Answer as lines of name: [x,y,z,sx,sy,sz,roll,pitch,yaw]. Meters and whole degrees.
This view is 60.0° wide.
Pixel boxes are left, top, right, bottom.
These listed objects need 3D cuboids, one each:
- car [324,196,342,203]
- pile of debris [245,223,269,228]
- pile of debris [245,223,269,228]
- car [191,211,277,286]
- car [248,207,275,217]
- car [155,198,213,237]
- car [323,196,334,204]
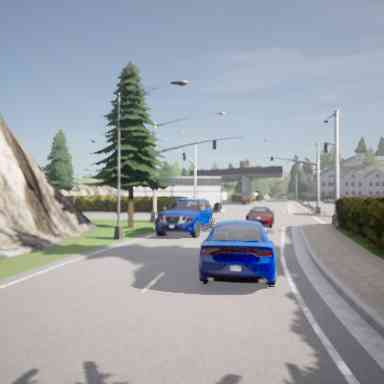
car: [35.003,1.852,82.605,3.866,1.878,1.905,0,-1,15]
pile of debris: [4.639,2.389,23.534,1.500,0.140,1.860,0,-1,16]
pile of debris: [4.639,2.389,23.534,1.500,0.140,1.860,0,-1,16]
car: [1.397,1.567,9.870,1.882,1.535,5.008,0,0,10]
car: [5.124,1.786,24.818,1.994,1.385,4.181,0,-1,15]
car: [-0.255,1.393,19.132,2.150,2.045,5.566,0,-1,16]
car: [33.534,2.107,79.558,3.806,1.475,1.970,0,-1,15]
